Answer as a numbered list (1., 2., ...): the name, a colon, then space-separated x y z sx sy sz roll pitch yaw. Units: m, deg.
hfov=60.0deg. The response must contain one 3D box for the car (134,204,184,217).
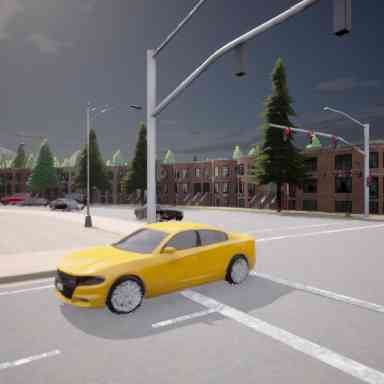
1. car: -2.581 1.601 25.415 1.895 1.301 4.718 0 0 -37

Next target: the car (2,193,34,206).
1. car: -29.032 1.221 55.923 5.566 2.045 2.150 0 0 10

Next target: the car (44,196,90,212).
1. car: -14.400 1.492 38.230 4.902 1.511 2.128 0 0 35

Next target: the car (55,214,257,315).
1. car: -0.552 1.478 7.806 5.008 1.535 1.882 0 1 -41

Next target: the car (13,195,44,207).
1. car: -24.170 1.547 51.137 5.357 1.411 2.033 0 0 17

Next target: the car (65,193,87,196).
1. car: -18.913 1.221 52.870 5.566 2.045 2.150 0 0 23
